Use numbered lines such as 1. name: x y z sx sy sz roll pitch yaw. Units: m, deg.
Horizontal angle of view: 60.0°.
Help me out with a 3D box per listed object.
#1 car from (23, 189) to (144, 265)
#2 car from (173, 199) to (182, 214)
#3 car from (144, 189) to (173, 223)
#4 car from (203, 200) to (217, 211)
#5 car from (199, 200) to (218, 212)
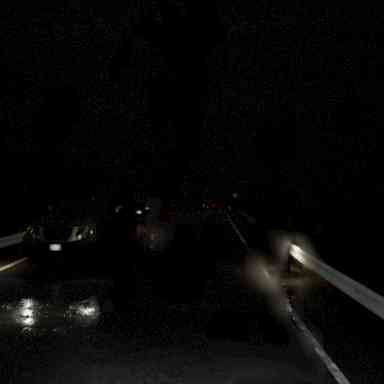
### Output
1. car: -3.345 0.967 11.221 2.150 2.045 5.566 0 2 3
2. car: -2.078 1.354 32.286 2.033 1.411 5.357 0 -2 5
3. car: -2.830 0.810 21.696 2.150 2.045 5.566 0 0 4
4. car: 2.604 1.995 48.447 1.882 1.535 5.008 0 -2 2
5. car: 1.958 1.613 38.304 1.812 1.442 4.674 0 -3 4
